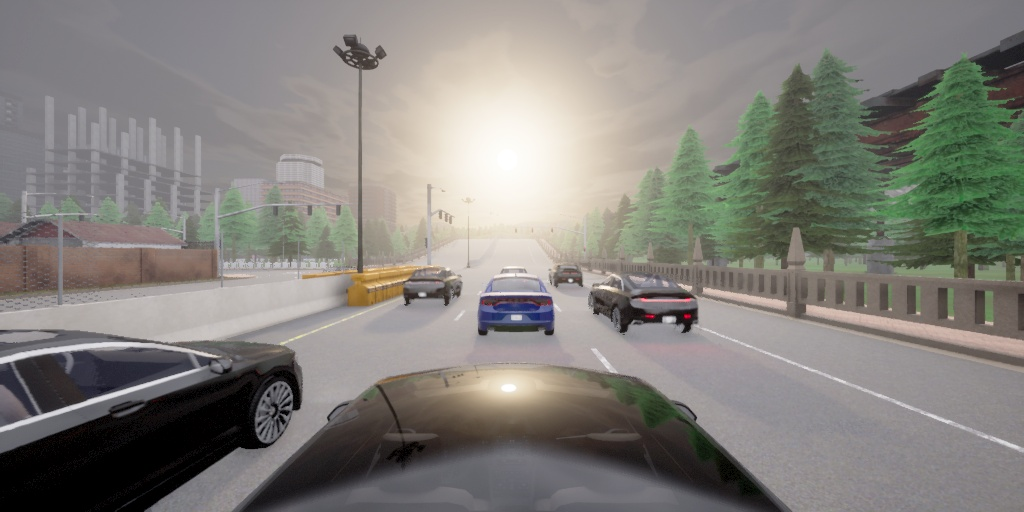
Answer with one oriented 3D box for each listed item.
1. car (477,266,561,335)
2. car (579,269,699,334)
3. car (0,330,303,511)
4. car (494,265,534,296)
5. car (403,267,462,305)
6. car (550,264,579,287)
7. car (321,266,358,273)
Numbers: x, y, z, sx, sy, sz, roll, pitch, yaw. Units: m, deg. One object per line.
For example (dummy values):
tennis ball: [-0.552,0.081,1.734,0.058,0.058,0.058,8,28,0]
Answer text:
car: [0.100,1.228,10.497,1.882,1.535,5.008,0,0,0]
car: [3.603,1.241,10.635,2.128,1.511,4.902,0,0,0]
car: [-3.402,1.237,2.311,2.128,1.511,4.902,0,0,0]
car: [0.106,1.297,20.568,2.033,1.411,5.357,0,0,0]
car: [-3.395,1.241,16.010,2.128,1.511,4.902,0,0,0]
car: [3.607,1.254,24.489,1.837,1.490,4.892,0,0,0]
car: [-10.564,1.314,22.014,1.994,1.385,4.181,0,0,0]
